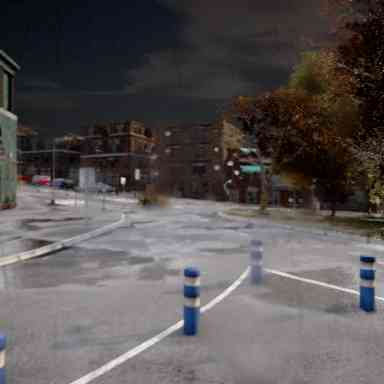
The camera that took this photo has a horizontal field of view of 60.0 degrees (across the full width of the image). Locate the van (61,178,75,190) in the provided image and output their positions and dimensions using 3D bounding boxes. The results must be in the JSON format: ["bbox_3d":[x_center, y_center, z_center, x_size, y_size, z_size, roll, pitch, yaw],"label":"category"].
[{"bbox_3d":[-22.351,-1.378,63.431,1.878,1.987,4.442,6,2,6],"label":"van"}]

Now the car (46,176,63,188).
[{"bbox_3d":[-25.068,-1.709,64.635,2.435,2.045,5.566,6,2,6],"label":"car"}]

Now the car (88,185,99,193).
[{"bbox_3d":[-16.962,-0.494,60.621,2.002,1.452,4.674,6,2,7],"label":"car"}]

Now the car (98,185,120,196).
[{"bbox_3d":[-14.253,-0.225,59.261,2.231,1.521,4.892,6,2,7],"label":"car"}]

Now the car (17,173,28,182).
[{"bbox_3d":[-35.921,-2.945,70.095,2.435,2.045,5.566,6,2,7],"label":"car"}]

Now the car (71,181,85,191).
[{"bbox_3d":[-19.690,-0.843,61.785,1.946,1.575,5.366,6,2,7],"label":"car"}]

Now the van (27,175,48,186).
[{"bbox_3d":[-30.507,-2.299,67.249,1.878,1.987,4.442,6,2,7],"label":"van"}]
